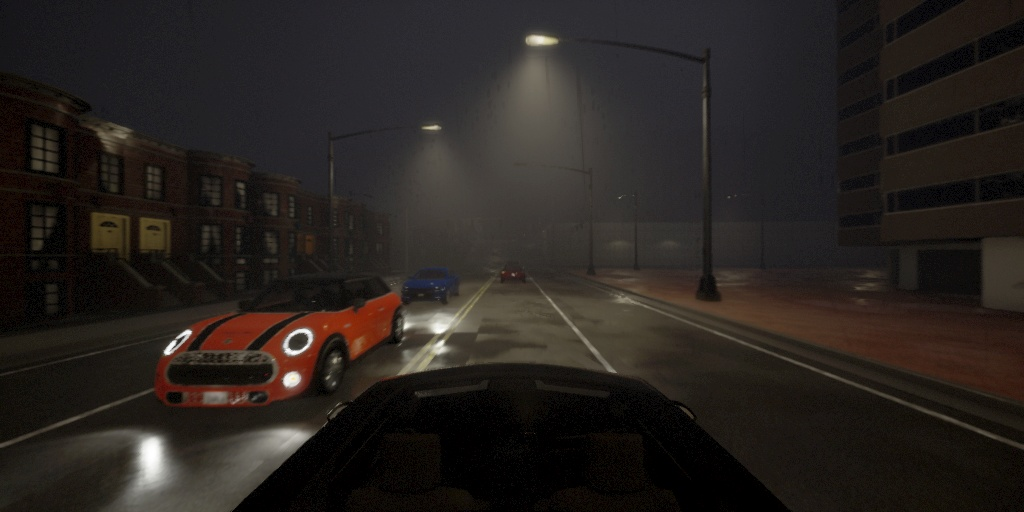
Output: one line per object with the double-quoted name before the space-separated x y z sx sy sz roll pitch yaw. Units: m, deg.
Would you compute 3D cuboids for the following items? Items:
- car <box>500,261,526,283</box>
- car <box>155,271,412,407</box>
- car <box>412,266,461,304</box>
"car" 0.096 1.353 28.790 1.994 1.385 4.181 0 0 0
"car" -3.592 1.126 6.585 2.097 1.767 4.553 0 0 0
"car" -3.590 1.266 16.653 1.882 1.535 5.008 0 0 0
